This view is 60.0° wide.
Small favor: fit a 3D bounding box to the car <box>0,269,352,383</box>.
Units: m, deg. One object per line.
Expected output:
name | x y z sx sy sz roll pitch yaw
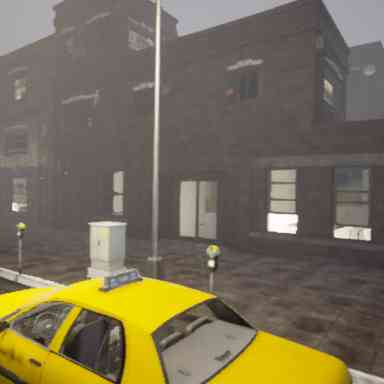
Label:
car | -0.929 1.504 3.524 4.829 1.417 1.752 1 1 36
